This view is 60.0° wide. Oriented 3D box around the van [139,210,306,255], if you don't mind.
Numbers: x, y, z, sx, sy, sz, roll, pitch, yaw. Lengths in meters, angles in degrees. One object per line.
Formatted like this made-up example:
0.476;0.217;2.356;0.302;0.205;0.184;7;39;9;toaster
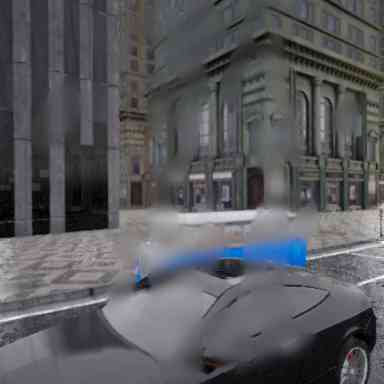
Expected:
0.748;1.317;7.189;3.998;1.788;1.690;0;0;-36;van

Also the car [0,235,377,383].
0.140;1.516;3.480;4.674;1.442;1.812;-1;0;-35;car
